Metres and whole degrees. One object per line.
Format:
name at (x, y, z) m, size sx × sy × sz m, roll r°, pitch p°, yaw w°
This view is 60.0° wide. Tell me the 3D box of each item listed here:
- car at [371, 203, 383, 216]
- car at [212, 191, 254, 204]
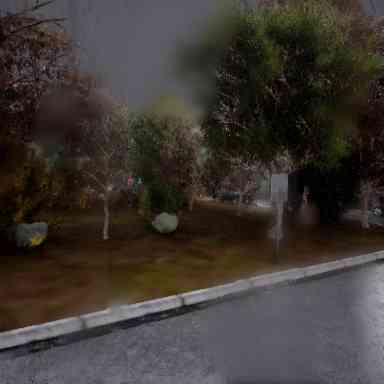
car at (15.596, 1.197, 24.382) m, size 1.837 × 1.490 × 4.892 m, roll 1°, pitch 2°, yaw -22°
car at (4.335, 0.559, 35.501) m, size 1.895 × 1.301 × 4.718 m, roll 2°, pitch 2°, yaw -35°
